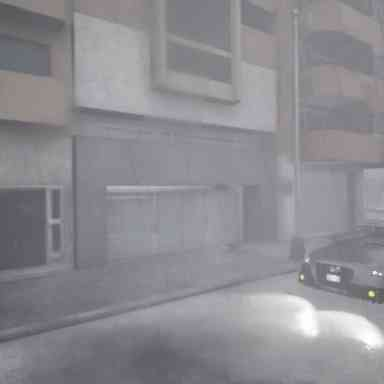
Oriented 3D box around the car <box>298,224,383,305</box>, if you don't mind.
[{"bbox_3d":[4.348,1.453,7.588,4.181,1.385,1.994,-1,1,-36],"label":"car"}]
